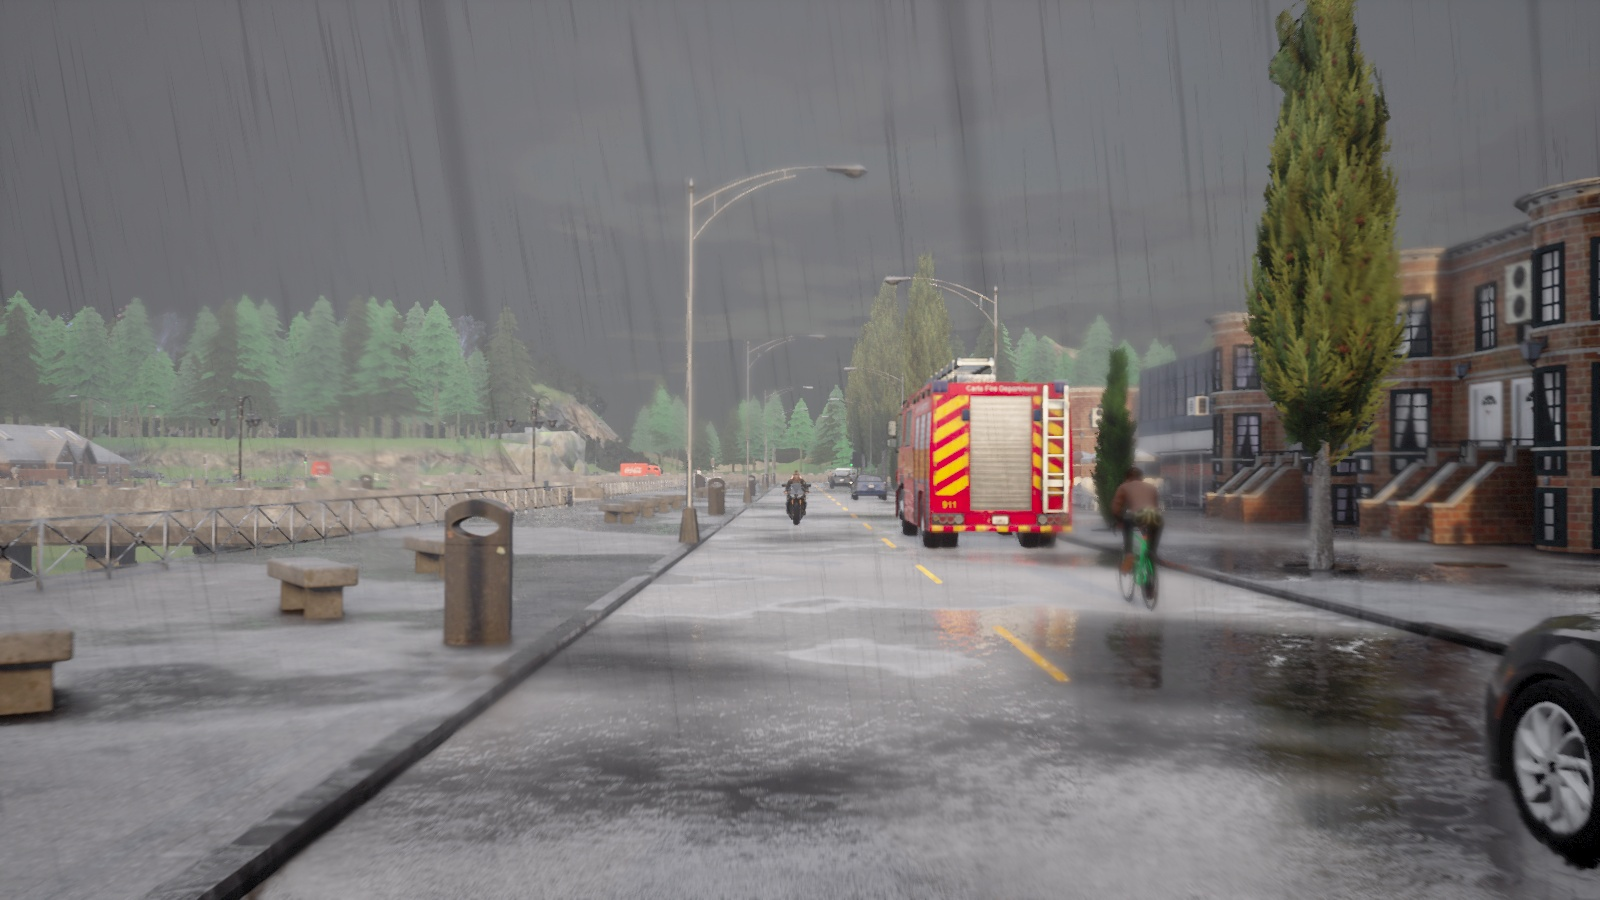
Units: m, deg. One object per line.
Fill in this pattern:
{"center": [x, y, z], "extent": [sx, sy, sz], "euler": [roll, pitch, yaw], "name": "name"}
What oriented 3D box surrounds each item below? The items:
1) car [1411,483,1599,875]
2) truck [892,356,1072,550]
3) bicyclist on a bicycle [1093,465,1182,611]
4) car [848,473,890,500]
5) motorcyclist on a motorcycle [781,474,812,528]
{"center": [3.989, 0.868, 3.832], "extent": [1.837, 1.490, 4.892], "euler": [0, -1, 0], "name": "car"}
{"center": [3.919, 0.121, 29.095], "extent": [2.891, 3.827, 8.468], "euler": [0, -1, 0], "name": "truck"}
{"center": [3.960, 1.000, 14.841], "extent": [0.582, 1.620, 1.656], "euler": [0, -1, 0], "name": "bicyclist on a bicycle"}
{"center": [3.818, 2.019, 70.039], "extent": [2.033, 1.411, 5.357], "euler": [0, -1, 0], "name": "car"}
{"center": [-0.096, 1.469, 36.962], "extent": [0.866, 1.530, 2.191], "euler": [0, -1, 0], "name": "motorcyclist on a motorcycle"}
